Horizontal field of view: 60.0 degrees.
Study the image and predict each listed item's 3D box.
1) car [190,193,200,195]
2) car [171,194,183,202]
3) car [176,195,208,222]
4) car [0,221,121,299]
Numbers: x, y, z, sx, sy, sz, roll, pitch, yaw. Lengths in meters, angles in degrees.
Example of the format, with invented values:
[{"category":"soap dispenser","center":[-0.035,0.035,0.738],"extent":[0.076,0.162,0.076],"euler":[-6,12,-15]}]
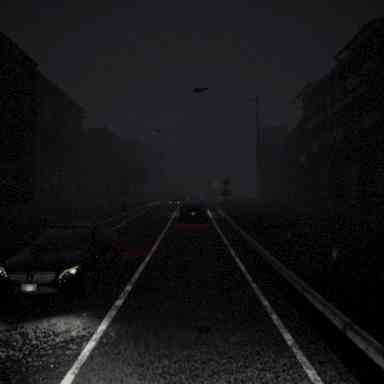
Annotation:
[{"category":"car","center":[0.370,0.905,41.625],"extent":[1.812,1.442,4.674],"euler":[0,0,2]},{"category":"car","center":[-2.095,0.926,52.190],"extent":[1.994,1.385,4.181],"euler":[0,0,6]},{"category":"car","center":[0.105,1.224,24.146],"extent":[1.882,1.535,5.008],"euler":[0,1,0]},{"category":"car","center":[-3.099,1.545,8.652],"extent":[1.812,1.442,4.674],"euler":[0,0,0]}]
